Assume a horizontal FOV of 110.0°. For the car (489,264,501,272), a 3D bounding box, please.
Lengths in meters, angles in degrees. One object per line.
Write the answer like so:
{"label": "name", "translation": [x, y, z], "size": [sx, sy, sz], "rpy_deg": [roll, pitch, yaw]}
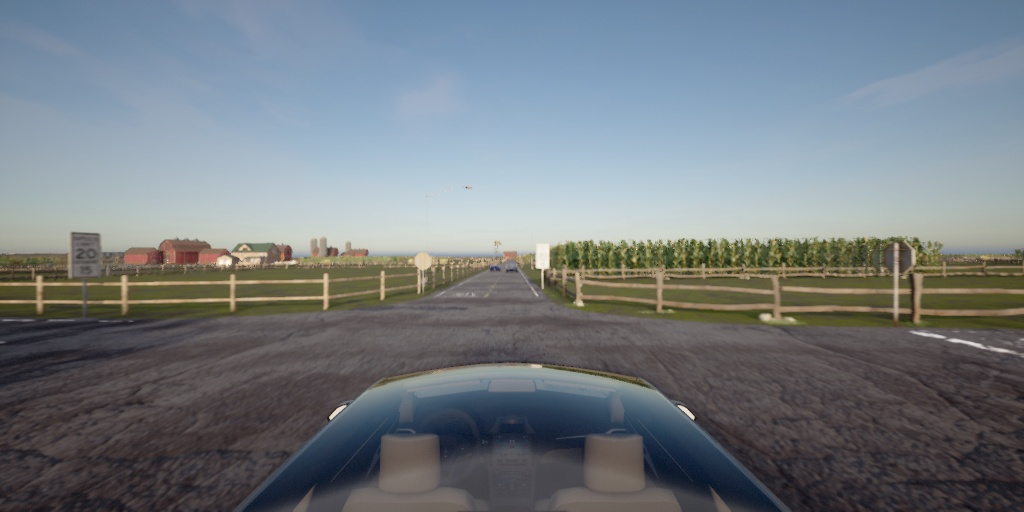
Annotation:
{"label": "car", "translation": [-2.758, 1.895, 59.406], "size": [1.895, 1.301, 4.718], "rpy_deg": [0, 0, 0]}

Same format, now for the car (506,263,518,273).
{"label": "car", "translation": [-0.008, 1.784, 54.432], "size": [2.033, 1.411, 5.357], "rpy_deg": [0, -1, 0]}
